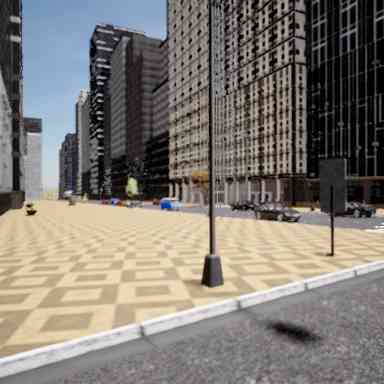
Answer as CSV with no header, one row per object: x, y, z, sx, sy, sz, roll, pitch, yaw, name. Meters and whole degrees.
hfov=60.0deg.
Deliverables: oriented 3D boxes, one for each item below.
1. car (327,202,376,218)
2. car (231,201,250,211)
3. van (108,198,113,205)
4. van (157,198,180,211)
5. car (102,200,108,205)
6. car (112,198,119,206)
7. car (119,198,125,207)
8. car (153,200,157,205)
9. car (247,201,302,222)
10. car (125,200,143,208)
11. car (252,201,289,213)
14.259,1.549,29.940,2.008,1.369,4.403,-1,0,-26,car
6.953,1.833,45.150,1.947,1.339,4.313,-1,0,-26,car
-17.651,2.315,77.010,1.690,1.788,3.998,-1,0,-26,van
-3.041,1.747,46.592,1.690,1.788,3.998,-1,0,-26,van
-22.516,2.713,87.149,1.887,1.381,4.507,-1,0,-26,car
-15.211,2.422,71.940,1.887,1.381,4.507,-1,0,-26,car
-12.703,2.303,66.717,1.752,1.417,4.829,-1,0,-26,car
-7.657,2.412,75.569,1.802,1.307,4.206,-2,0,-26,car
6.706,1.596,26.310,2.008,1.369,4.403,-1,0,-26,car
-10.341,2.236,61.800,2.008,1.369,4.403,-1,0,-26,car
9.389,1.743,40.080,1.947,1.339,4.313,-1,0,-26,car
